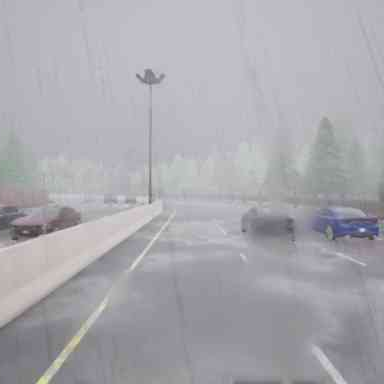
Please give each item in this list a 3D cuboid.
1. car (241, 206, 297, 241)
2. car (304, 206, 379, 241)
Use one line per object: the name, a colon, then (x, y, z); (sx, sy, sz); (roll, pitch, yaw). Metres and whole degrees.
car: (3.602, 1.428, 16.334); (1.882, 1.535, 5.008); (0, 0, 0)
car: (7.102, 1.428, 16.331); (1.882, 1.535, 5.008); (0, 0, 0)
